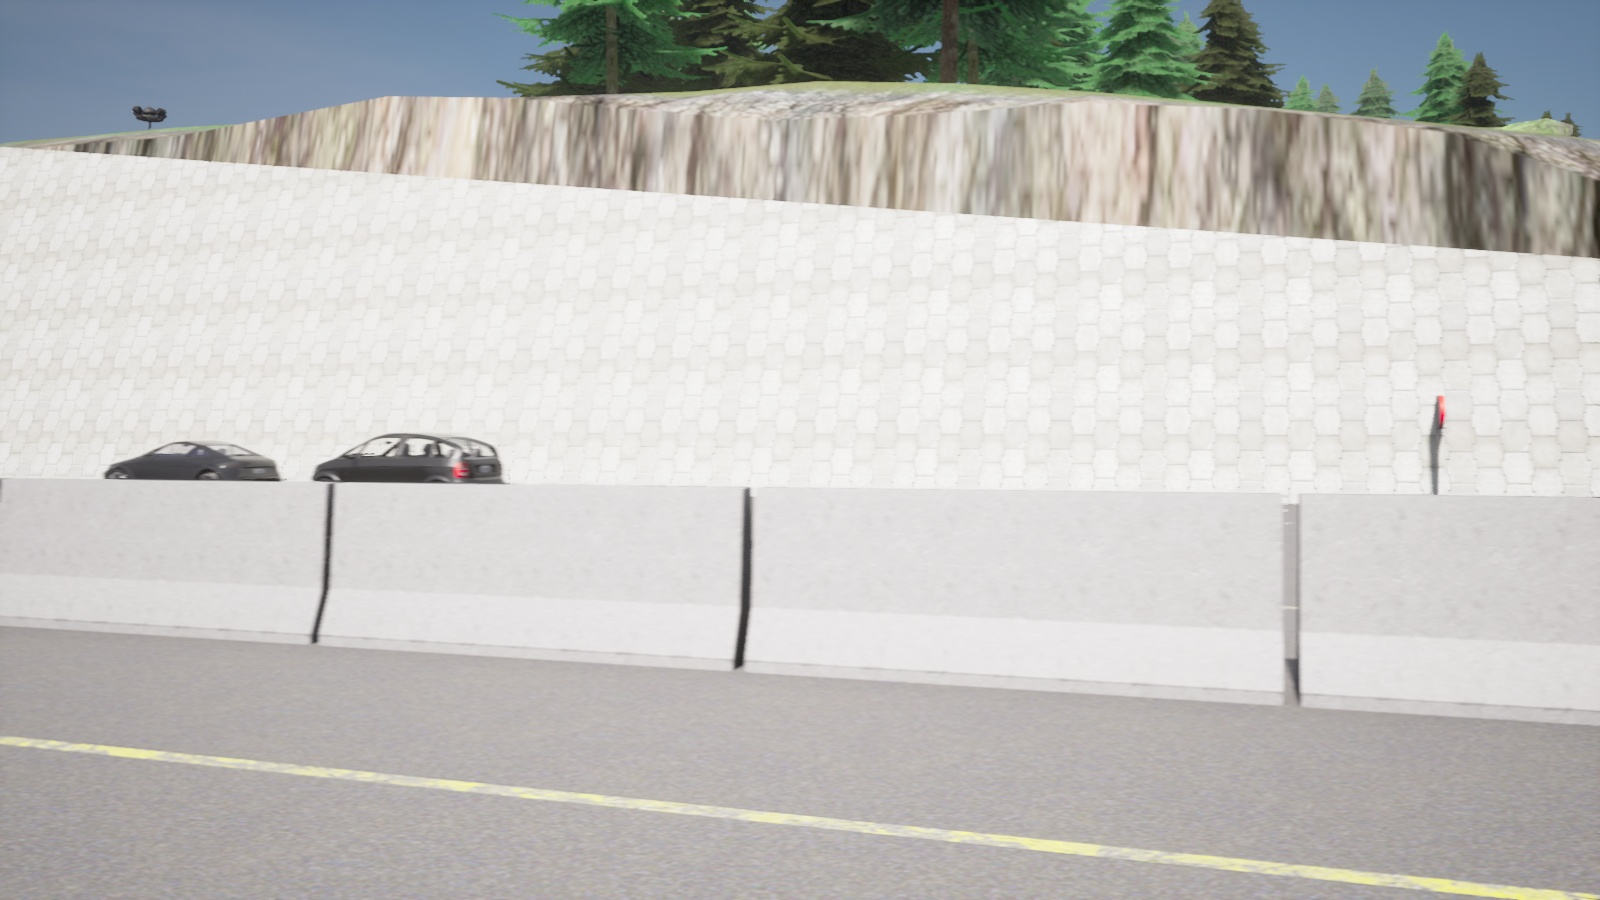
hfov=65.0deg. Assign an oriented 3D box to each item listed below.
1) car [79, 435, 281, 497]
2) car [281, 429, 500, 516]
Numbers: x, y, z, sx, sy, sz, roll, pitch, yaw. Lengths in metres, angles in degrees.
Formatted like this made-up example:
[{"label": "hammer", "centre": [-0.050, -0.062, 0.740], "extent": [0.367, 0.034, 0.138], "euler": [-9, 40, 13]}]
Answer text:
[{"label": "car", "centre": [-14.974, 0.347, 30.386], "extent": [4.181, 1.385, 1.994], "euler": [1, 1, 19]}, {"label": "car", "centre": [-7.908, 0.387, 24.315], "extent": [3.705, 1.549, 1.789], "euler": [1, 1, 19]}]
